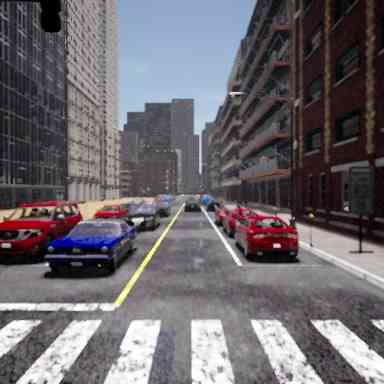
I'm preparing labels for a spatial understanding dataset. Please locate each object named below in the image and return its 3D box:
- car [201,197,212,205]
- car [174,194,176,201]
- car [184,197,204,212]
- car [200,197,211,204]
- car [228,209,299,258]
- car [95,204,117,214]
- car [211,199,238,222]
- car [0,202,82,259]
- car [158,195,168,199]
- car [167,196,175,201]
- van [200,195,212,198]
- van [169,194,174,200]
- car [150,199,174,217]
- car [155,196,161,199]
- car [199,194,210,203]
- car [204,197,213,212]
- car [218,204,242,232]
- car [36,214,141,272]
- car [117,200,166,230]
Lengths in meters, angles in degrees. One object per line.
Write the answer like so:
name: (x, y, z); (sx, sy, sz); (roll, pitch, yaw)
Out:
car: (2.663, 1.673, 62.464); (1.887, 1.381, 4.507); (0, 0, 0)
car: (-5.725, 1.772, 84.571); (1.802, 1.307, 4.206); (0, 0, 0)
car: (0.086, 1.638, 40.150); (1.994, 1.385, 4.181); (0, 0, 0)
car: (2.661, 1.694, 67.991); (2.008, 1.369, 4.403); (0, 0, 0)
car: (2.680, 1.565, 12.715); (1.887, 1.381, 4.507); (0, 0, 0)
car: (-5.704, 1.584, 23.768); (1.887, 1.381, 4.507); (0, 0, 0)
car: (2.675, 1.480, 23.770); (1.967, 1.590, 4.097); (0, 0, 0)
car: (-5.701, 1.336, 12.713); (2.192, 1.841, 5.009); (0, 0, 0)
car: (-5.715, 1.659, 56.934); (1.887, 1.381, 4.507); (0, 0, 0)
car: (-5.727, 1.758, 90.100); (2.008, 1.369, 4.403); (0, 0, 0)
van: (2.664, 1.456, 56.936); (1.690, 1.788, 3.998); (0, 0, 0)
van: (-5.725, 1.515, 79.044); (1.690, 1.788, 3.998); (0, 0, 0)
car: (-3.094, 1.657, 31.824); (1.895, 1.301, 4.718); (0, 0, 0)
car: (-5.712, 1.613, 45.708); (1.752, 1.417, 4.829); (0, 0, 0)
car: (2.657, 1.473, 73.520); (2.192, 1.841, 5.009); (0, 0, 0)
car: (2.670, 1.641, 40.353); (1.947, 1.339, 4.313); (0, 0, 0)
car: (2.678, 1.575, 18.242); (1.887, 1.381, 4.507); (0, 0, 0)
car: (-3.088, 1.619, 11.060); (1.895, 1.301, 4.718); (0, 0, 0)
car: (-3.094, 1.527, 21.458); (2.128, 1.511, 4.902); (0, 0, 0)
